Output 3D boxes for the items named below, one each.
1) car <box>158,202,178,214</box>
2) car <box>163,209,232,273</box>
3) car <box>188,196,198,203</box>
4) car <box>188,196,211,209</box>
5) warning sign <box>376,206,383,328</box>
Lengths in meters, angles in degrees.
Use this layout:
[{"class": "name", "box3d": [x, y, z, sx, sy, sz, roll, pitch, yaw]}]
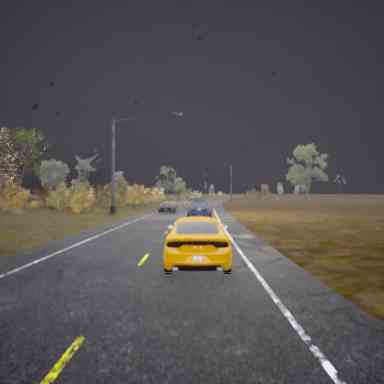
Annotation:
[{"class": "car", "box3d": [-2.688, 1.806, 37.679, 1.895, 1.301, 4.718, 0, 0, 3]}, {"class": "car", "box3d": [0.187, 1.540, 10.896, 1.882, 1.535, 5.008, 0, 0, 1]}, {"class": "car", "box3d": [0.338, 1.680, 79.533, 1.882, 1.535, 5.008, 0, 0, 5]}, {"class": "car", "box3d": [0.713, 1.521, 30.603, 2.097, 1.767, 4.553, 0, 0, 2]}, {"class": "warning sign", "box3d": [3.571, 1.144, 4.739, 1.300, 1.860, 1.060, 0, 0, 0]}]
